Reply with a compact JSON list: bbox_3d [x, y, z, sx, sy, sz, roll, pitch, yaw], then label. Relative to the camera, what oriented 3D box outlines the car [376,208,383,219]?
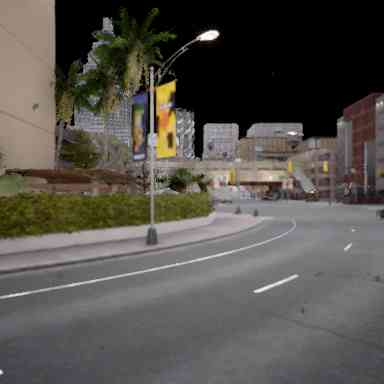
[{"bbox_3d":[17.396,1.699,27.938,2.033,1.411,5.357,0,0,9],"label":"car"}]

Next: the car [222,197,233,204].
[{"bbox_3d":[8.657,2.027,78.901,2.097,1.535,5.008,0,0,0],"label":"car"}]

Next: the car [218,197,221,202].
[{"bbox_3d":[8.604,1.948,85.328,2.185,1.767,4.553,0,0,0],"label":"car"}]
